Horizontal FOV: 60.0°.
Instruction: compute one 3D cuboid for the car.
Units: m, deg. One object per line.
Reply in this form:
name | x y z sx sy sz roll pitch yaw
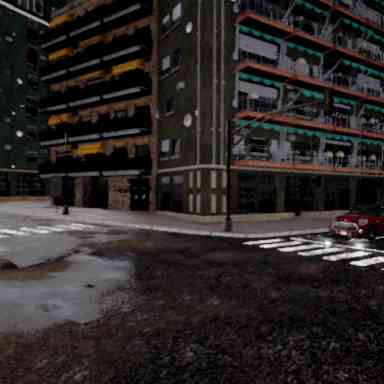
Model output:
car | 9.443 1.482 17.832 4.553 1.767 2.097 1 0 -33
